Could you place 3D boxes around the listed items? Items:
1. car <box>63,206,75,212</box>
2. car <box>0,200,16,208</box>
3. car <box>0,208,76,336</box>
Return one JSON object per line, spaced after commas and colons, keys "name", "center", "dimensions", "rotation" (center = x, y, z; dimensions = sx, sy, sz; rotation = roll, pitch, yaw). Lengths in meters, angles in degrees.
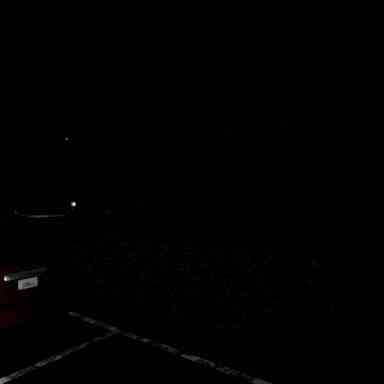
{"name": "car", "center": [-12.163, 1.838, 37.951], "dimensions": [1.895, 1.301, 4.718], "rotation": [-1, -1, 36]}
{"name": "car", "center": [-18.239, 1.503, 29.766], "dimensions": [2.097, 1.767, 4.553], "rotation": [-1, -1, 37]}
{"name": "car", "center": [-4.142, 1.316, 5.907], "dimensions": [5.009, 1.841, 2.192], "rotation": [0, -1, 36]}
